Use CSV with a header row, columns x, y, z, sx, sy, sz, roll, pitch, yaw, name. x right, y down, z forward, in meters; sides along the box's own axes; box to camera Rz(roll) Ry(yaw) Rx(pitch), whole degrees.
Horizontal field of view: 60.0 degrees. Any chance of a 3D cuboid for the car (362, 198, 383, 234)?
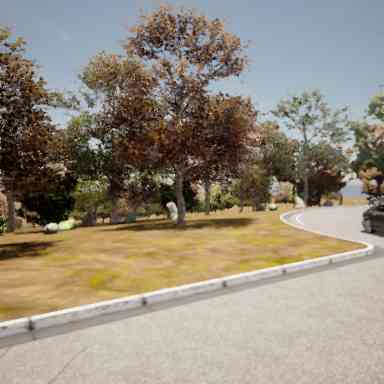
x,y,z,sx,sy,sz,roll,pitch,yaw,name
9.197,1.227,14.264,1.837,1.490,4.892,-1,1,-1,car
